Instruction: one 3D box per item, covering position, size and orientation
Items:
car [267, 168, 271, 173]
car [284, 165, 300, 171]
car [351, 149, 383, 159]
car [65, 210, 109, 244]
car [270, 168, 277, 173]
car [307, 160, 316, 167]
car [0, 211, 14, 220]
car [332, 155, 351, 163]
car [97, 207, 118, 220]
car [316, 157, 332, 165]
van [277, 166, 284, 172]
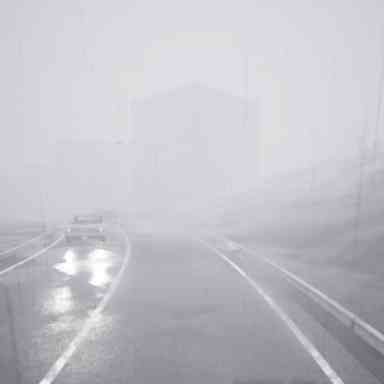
[{"bbox_3d":[20.538,-4.984,83.879,2.435,2.045,5.566,0,0,-1],"label":"car"},{"bbox_3d":[20.896,-4.588,67.357,2.231,1.521,4.892,0,1,-1],"label":"car"},{"bbox_3d":[21.497,-4.385,39.657,2.185,1.767,4.553,0,1,-1],"label":"car"},{"bbox_3d":[-5.485,1.870,17.562,1.895,1.301,4.718,0,-1,-14],"label":"car"},{"bbox_3d":[20.658,-4.651,78.395,2.002,1.452,4.674,0,0,-1],"label":"car"},{"bbox_3d":[21.136,-4.594,56.342,2.185,1.767,4.553,0,1,-1],"label":"car"},{"bbox_3d":[-29.624,3.648,51.893,4.674,1.442,1.812,-4,-1,35],"label":"car"},{"bbox_3d":[21.378,-4.290,45.151,2.002,1.452,4.674,0,1,-1],"label":"car"},{"bbox_3d":[-9.473,2.315,36.111,1.812,1.442,4.674,-1,-2,-31],"label":"car"},{"bbox_3d":[21.255,-4.528,50.823,2.185,1.767,4.553,0,1,-1],"label":"car"},{"bbox_3d":[20.779,-4.867,72.751,1.878,1.987,4.442,0,0,-1],"label":"van"}]
